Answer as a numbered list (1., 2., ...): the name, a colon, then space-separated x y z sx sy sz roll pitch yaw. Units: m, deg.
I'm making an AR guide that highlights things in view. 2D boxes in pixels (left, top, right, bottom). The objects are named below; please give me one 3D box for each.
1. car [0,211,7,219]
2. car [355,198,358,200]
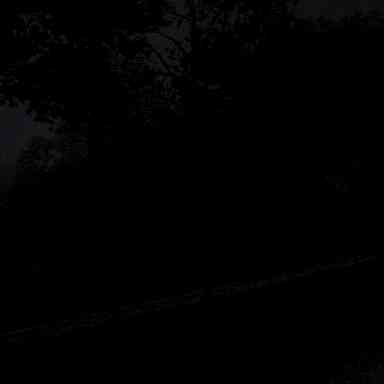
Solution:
1. car: -23.345 2.063 38.228 2.435 2.045 5.566 0 0 -36
2. car: 39.776 1.731 83.848 2.435 2.045 5.566 0 0 -36
